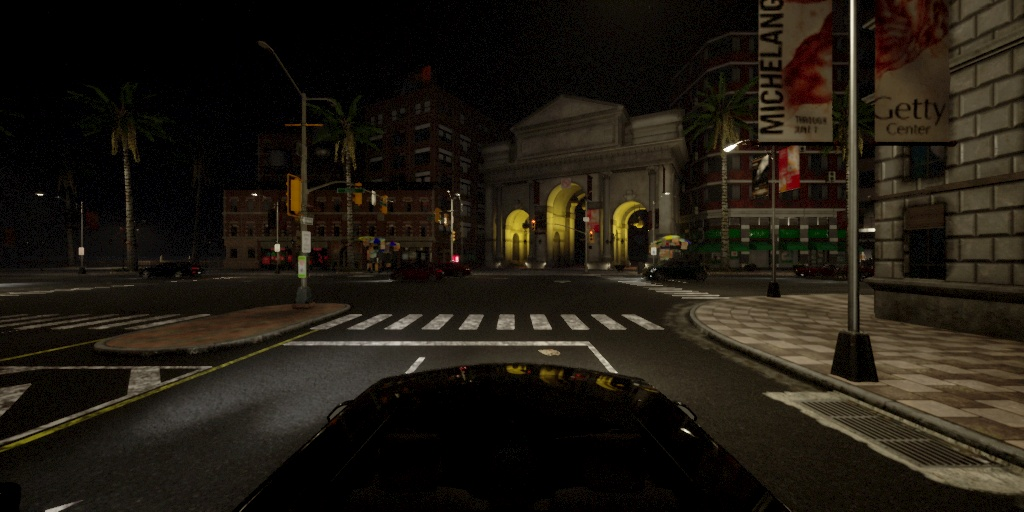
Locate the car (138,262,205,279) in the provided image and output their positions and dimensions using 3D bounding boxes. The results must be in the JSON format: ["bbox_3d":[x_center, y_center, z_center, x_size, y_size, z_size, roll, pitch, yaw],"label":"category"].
[{"bbox_3d":[-30.422,1.252,32.105,4.892,1.490,1.837,0,0,0],"label":"car"}]

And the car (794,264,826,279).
[{"bbox_3d":[27.901,1.348,31.701,4.718,1.301,1.895,0,0,1],"label":"car"}]

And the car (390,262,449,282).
[{"bbox_3d":[-7.456,1.311,28.461,4.181,1.385,1.994,0,0,0],"label":"car"}]

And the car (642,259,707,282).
[{"bbox_3d":[12.754,1.099,28.327,4.553,1.767,2.097,0,0,0],"label":"car"}]

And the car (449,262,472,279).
[{"bbox_3d":[-5.893,1.273,31.951,4.674,1.442,1.812,0,0,0],"label":"car"}]

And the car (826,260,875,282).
[{"bbox_3d":[28.075,1.101,28.167,4.553,1.767,2.097,0,0,1],"label":"car"}]
